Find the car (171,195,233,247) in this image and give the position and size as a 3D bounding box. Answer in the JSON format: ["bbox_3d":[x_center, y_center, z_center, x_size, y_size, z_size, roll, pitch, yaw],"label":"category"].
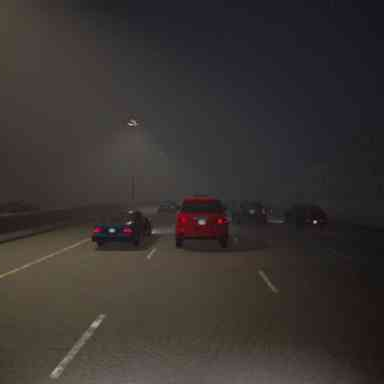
[{"bbox_3d":[0.439,1.250,15.337,2.150,2.045,5.566,0,0,1],"label":"car"}]

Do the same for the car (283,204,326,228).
[{"bbox_3d":[7.614,1.576,22.823,1.837,1.490,4.892,0,0,1],"label":"car"}]

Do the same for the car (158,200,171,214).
[{"bbox_3d":[-2.575,1.599,36.151,2.033,1.411,5.357,0,0,1],"label":"car"}]

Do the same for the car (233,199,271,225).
[{"bbox_3d":[4.159,1.411,24.745,2.097,1.767,4.553,0,0,1],"label":"car"}]

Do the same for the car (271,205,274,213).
[{"bbox_3d":[7.977,1.700,38.233,1.895,1.301,4.718,0,0,1],"label":"car"}]

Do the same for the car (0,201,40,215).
[{"bbox_3d":[-13.491,1.481,25.445,2.128,1.511,4.902,0,0,2],"label":"car"}]

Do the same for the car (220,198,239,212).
[{"bbox_3d":[4.544,1.567,41.131,1.882,1.535,5.008,0,0,1],"label":"car"}]

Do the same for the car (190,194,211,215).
[{"bbox_3d":[0.920,1.287,35.879,2.150,2.045,5.566,0,0,1],"label":"car"}]

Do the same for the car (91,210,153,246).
[{"bbox_3d":[-3.060,1.562,15.476,2.033,1.411,5.357,0,0,1],"label":"car"}]
